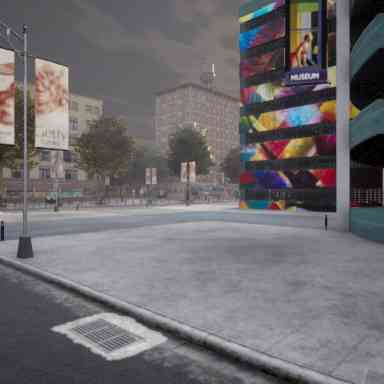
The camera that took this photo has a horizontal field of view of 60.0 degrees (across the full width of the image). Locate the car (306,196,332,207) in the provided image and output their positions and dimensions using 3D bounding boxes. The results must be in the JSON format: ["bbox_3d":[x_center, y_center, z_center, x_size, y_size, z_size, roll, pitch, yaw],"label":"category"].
[{"bbox_3d":[19.548,1.413,51.047,2.161,1.482,4.786,0,0,43],"label":"car"}]

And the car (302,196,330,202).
[{"bbox_3d":[14.241,1.320,39.318,2.002,1.452,4.674,0,0,43],"label":"car"}]
